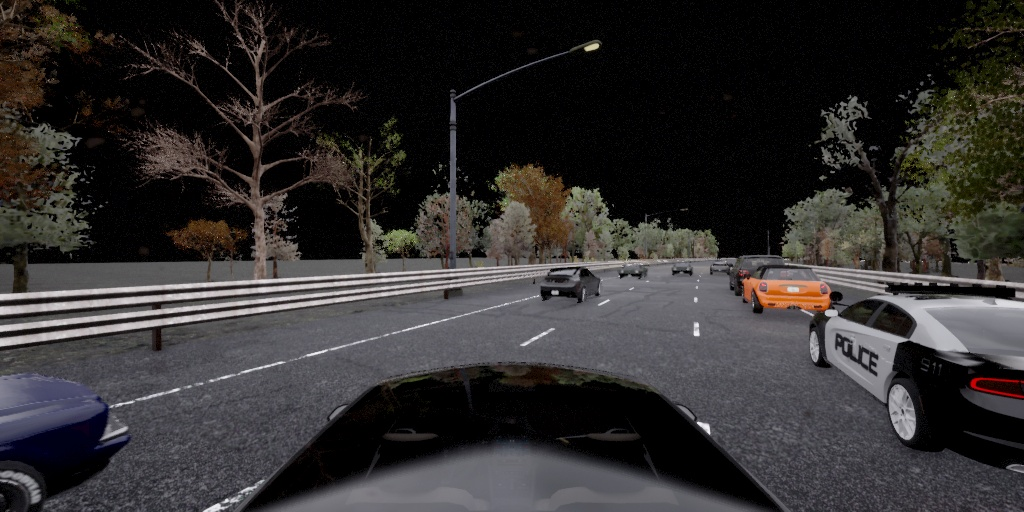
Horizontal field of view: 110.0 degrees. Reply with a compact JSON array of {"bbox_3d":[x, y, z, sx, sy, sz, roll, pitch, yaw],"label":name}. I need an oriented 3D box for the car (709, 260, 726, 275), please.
[{"bbox_3d":[22.626,1.261,39.028,2.128,1.511,4.902,0,0,30],"label":"car"}]

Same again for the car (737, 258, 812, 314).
[{"bbox_3d":[10.035,1.102,13.446,2.097,1.767,4.553,0,0,27],"label":"car"}]

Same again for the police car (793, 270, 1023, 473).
[{"bbox_3d":[5.644,1.175,4.758,1.930,1.638,5.238,0,0,26],"label":"police car"}]

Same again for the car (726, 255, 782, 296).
[{"bbox_3d":[12.789,0.978,18.759,2.150,2.045,5.566,0,0,28],"label":"car"}]

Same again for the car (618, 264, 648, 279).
[{"bbox_3d":[11.015,1.360,32.305,1.895,1.301,4.718,0,0,28],"label":"car"}]

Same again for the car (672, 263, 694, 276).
[{"bbox_3d":[18.224,1.367,38.155,1.895,1.301,4.718,0,0,29],"label":"car"}]

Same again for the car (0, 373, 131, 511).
[{"bbox_3d":[-4.908,1.352,1.273,1.895,1.301,4.718,0,0,26],"label":"car"}]

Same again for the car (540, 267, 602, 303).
[{"bbox_3d":[2.876,1.255,16.860,1.837,1.490,4.892,0,0,27],"label":"car"}]
